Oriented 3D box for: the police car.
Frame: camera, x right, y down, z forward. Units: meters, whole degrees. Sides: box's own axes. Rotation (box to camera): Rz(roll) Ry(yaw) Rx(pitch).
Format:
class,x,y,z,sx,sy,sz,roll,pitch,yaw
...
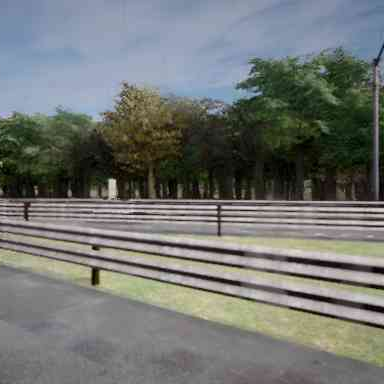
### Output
class,x,y,z,sx,sy,sz,roll,pitch,yaw
police car,-5.078,1.196,20.990,4.974,1.542,2.038,0,0,21
